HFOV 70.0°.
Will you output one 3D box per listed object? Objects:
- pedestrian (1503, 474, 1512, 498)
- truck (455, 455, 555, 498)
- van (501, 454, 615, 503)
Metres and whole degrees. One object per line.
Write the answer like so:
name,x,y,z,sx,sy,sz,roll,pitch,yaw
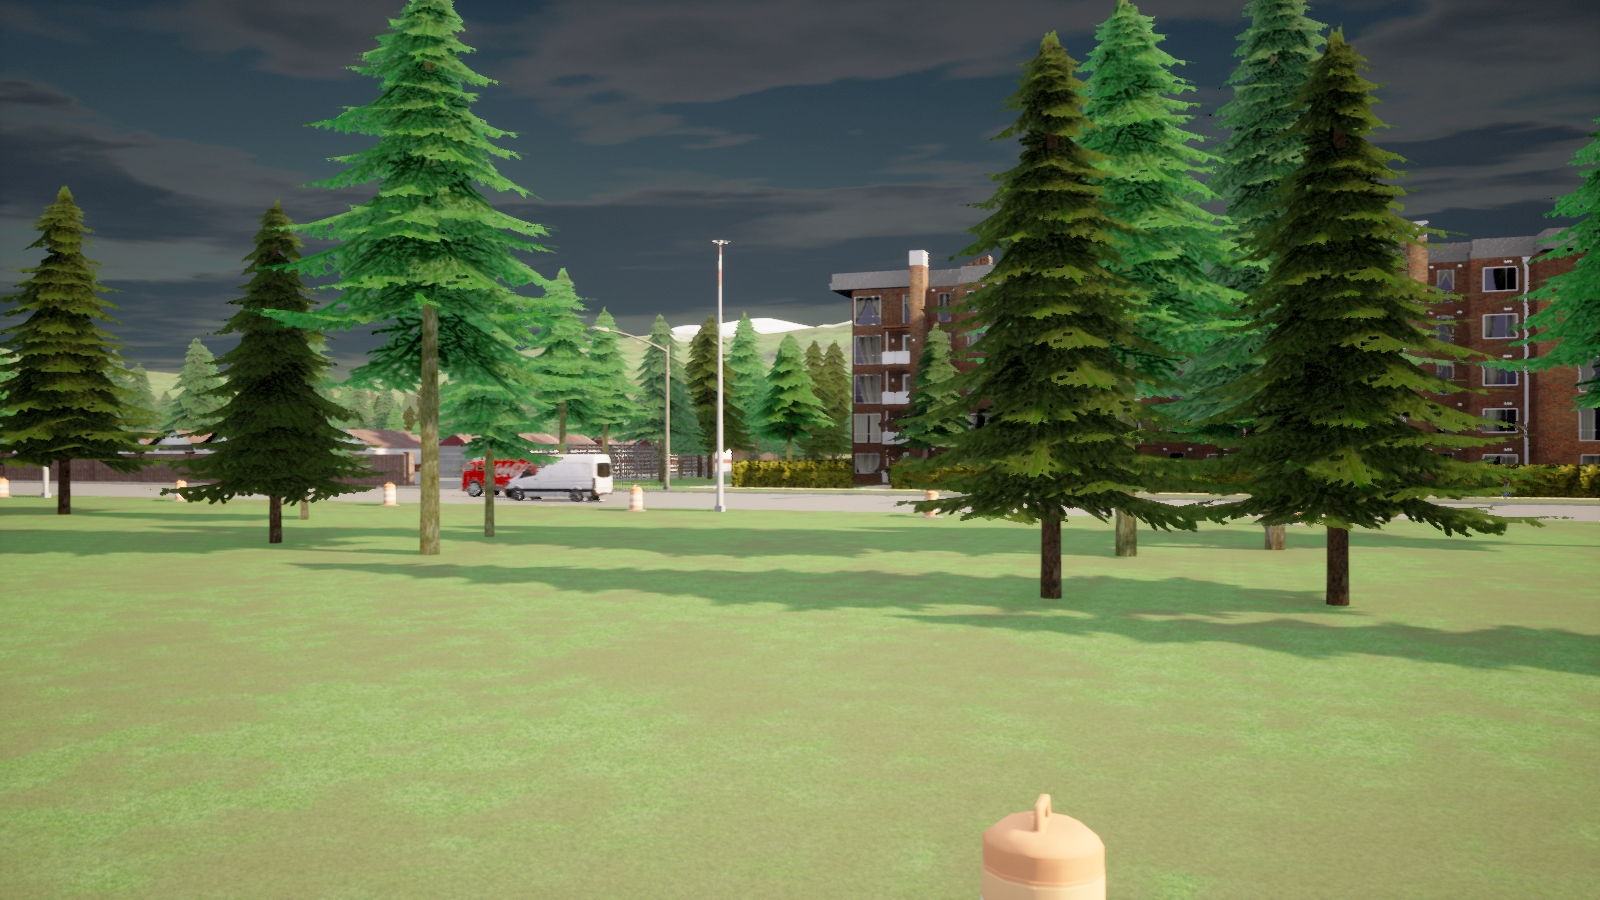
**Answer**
pedestrian,38.845,1.983,62.729,0.375,1.300,0.375,0,0,19
truck,-17.472,1.550,67.749,5.204,2.467,2.627,0,0,20
van,-13.225,1.518,62.467,5.915,2.561,1.988,0,0,20
